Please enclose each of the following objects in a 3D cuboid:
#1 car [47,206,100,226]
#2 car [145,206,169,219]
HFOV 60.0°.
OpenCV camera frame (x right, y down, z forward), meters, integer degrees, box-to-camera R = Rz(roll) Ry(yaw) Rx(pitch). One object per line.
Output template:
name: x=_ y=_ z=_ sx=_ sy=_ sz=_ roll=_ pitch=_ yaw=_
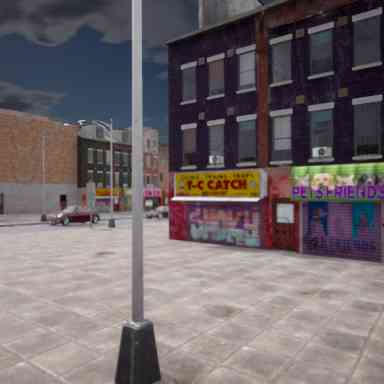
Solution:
car: x=-9.514 y=1.821 z=26.737 sx=1.967 sy=1.590 sz=4.097 roll=-2 pitch=-2 yaw=36
car: x=-3.088 y=2.166 z=35.529 sx=2.008 sy=1.369 sz=4.403 roll=-2 pitch=-2 yaw=36
